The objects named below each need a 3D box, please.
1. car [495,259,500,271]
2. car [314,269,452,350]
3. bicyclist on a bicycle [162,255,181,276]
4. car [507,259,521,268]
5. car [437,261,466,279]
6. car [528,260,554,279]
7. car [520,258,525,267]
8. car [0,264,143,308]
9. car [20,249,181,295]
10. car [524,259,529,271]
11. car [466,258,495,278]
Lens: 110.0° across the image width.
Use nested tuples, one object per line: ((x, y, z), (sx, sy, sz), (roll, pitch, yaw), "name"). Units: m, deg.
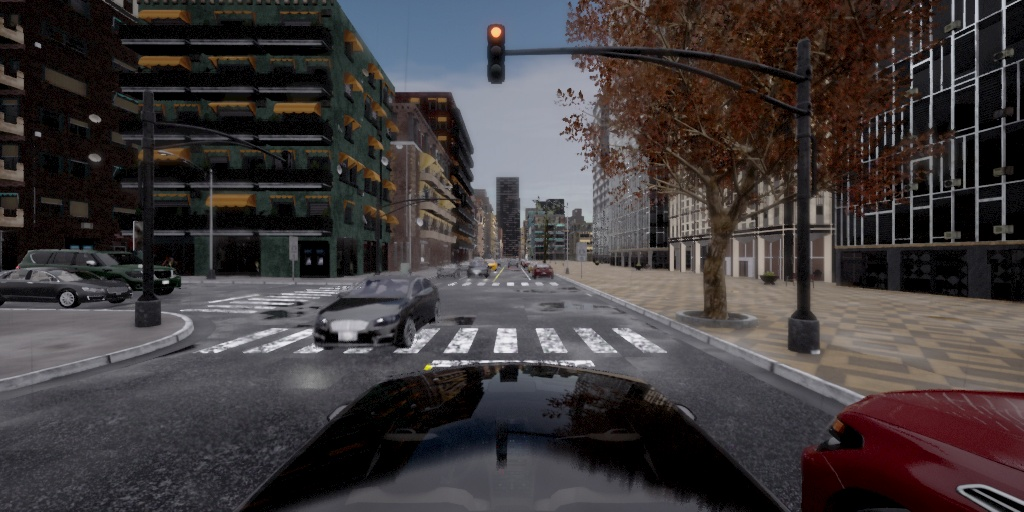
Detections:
((-3.023, 1.256, 48.480), (1.882, 1.535, 5.008), (0, 0, 0), "car")
((-3.088, 1.242, 9.189), (2.128, 1.511, 4.902), (0, 0, 0), "car")
((-23.133, 0.761, 24.218), (0.582, 1.620, 1.656), (1, 0, 0), "bicyclist on a bicycle")
((0.199, 1.289, 63.479), (2.128, 1.511, 4.902), (0, 0, 0), "car")
((-5.641, 1.313, 32.346), (2.007, 1.370, 4.403), (0, 0, 0), "car")
((2.739, 1.307, 32.333), (1.888, 1.381, 4.507), (0, 0, 0), "car")
((2.783, 1.375, 59.995), (1.802, 1.307, 4.207), (0, 0, 0), "car")
((-16.417, 1.091, 12.947), (4.403, 1.370, 2.007), (0, 0, 0), "car")
((-17.766, 0.747, 15.531), (5.566, 2.045, 2.150), (1, 0, 0), "car")
((2.757, 1.298, 43.568), (1.751, 1.417, 4.829), (0, 0, 0), "car")
((-3.043, 1.253, 33.631), (2.128, 1.511, 4.902), (0, 0, 1), "car")
